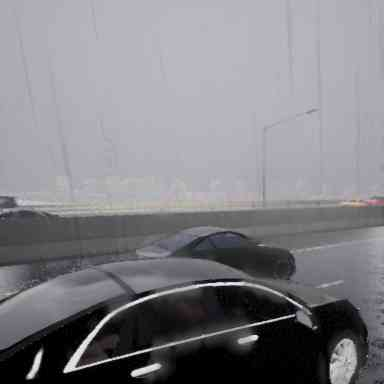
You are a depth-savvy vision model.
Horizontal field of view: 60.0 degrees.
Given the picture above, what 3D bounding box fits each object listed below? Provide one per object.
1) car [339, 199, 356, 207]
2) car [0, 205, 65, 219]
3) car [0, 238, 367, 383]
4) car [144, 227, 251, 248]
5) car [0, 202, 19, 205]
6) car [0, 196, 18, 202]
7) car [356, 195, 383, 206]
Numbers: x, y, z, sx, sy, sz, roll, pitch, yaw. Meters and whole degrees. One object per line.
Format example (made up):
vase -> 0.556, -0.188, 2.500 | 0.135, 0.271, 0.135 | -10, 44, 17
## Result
car -> 21.057, 1.626, 42.982 | 5.008, 1.535, 1.882 | 0, 0, -33
car -> -8.303, 1.523, 15.156 | 4.892, 1.490, 1.837 | 0, 0, -34
car -> -0.039, 1.510, 3.610 | 4.892, 1.490, 1.837 | 1, -1, -34
car -> 0.630, 1.581, 8.288 | 4.181, 1.385, 1.994 | 0, 0, -34
car -> -11.245, 1.510, 17.389 | 4.902, 1.511, 2.128 | 0, 0, -34
car -> -13.404, 1.242, 20.158 | 5.566, 2.045, 2.150 | 0, 0, -34
car -> 22.517, 1.363, 39.764 | 5.566, 2.045, 2.150 | 0, 0, -33
